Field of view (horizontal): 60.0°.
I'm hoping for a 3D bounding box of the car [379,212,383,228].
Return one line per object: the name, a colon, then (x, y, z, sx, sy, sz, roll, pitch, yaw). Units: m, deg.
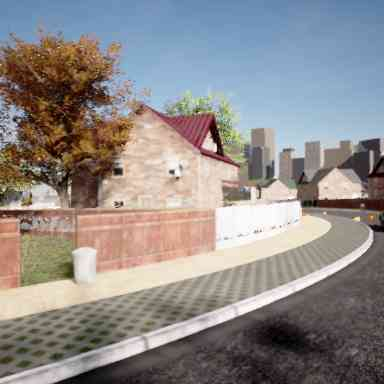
car: (12.275, 1.624, 19.459, 1.895, 1.301, 4.718, -1, -1, 23)
